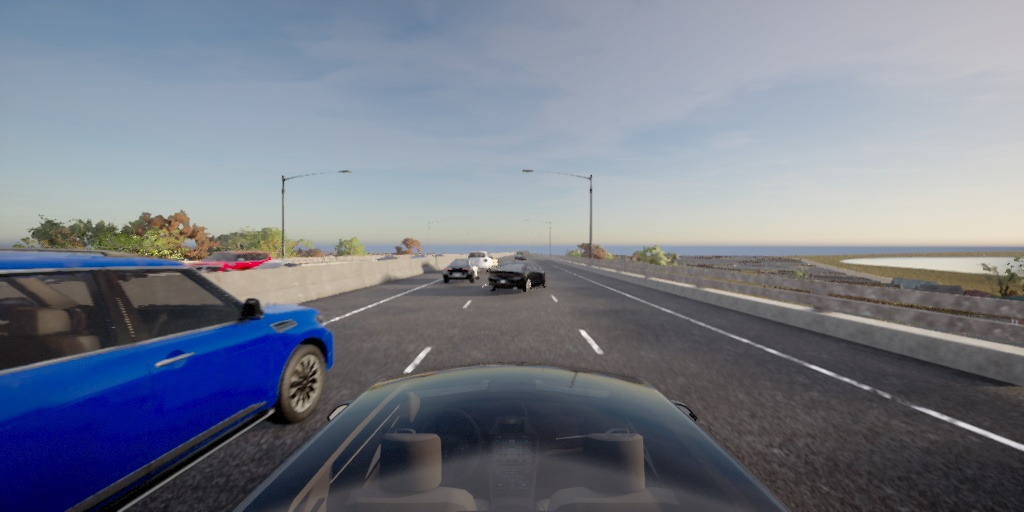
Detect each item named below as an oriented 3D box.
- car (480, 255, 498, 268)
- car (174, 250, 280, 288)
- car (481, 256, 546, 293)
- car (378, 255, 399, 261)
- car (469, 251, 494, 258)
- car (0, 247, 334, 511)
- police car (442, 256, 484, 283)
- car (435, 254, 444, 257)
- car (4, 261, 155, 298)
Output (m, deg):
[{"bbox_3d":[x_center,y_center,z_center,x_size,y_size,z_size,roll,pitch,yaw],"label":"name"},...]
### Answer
[{"bbox_3d":[-2.898,0.642,46.554,1.801,1.575,5.366,0,1,2],"label":"car"},{"bbox_3d":[-17.450,0.692,22.488,2.150,2.045,5.566,0,0,1],"label":"car"},{"bbox_3d":[0.402,1.002,19.034,1.882,1.535,5.008,2,1,20],"label":"car"},{"bbox_3d":[-20.062,0.572,58.706,2.033,1.411,5.357,0,1,2],"label":"car"},{"bbox_3d":[-3.156,0.541,35.427,2.150,2.045,5.566,0,1,1],"label":"car"},{"bbox_3d":[-3.501,0.959,2.527,2.150,2.045,5.566,0,1,0],"label":"car"},{"bbox_3d":[-3.341,0.959,24.435,2.038,1.542,4.974,0,1,1],"label":"police car"},{"bbox_3d":[-12.895,0.486,63.266,1.837,1.490,4.892,0,1,2],"label":"car"},{"bbox_3d":[-21.003,1.051,17.813,1.812,1.442,4.674,0,1,1],"label":"car"}]
